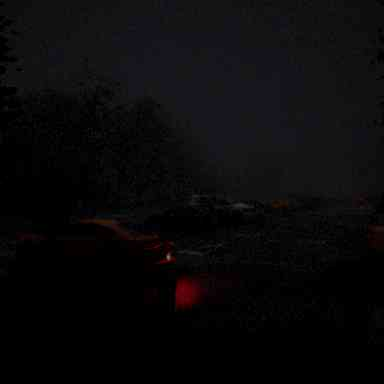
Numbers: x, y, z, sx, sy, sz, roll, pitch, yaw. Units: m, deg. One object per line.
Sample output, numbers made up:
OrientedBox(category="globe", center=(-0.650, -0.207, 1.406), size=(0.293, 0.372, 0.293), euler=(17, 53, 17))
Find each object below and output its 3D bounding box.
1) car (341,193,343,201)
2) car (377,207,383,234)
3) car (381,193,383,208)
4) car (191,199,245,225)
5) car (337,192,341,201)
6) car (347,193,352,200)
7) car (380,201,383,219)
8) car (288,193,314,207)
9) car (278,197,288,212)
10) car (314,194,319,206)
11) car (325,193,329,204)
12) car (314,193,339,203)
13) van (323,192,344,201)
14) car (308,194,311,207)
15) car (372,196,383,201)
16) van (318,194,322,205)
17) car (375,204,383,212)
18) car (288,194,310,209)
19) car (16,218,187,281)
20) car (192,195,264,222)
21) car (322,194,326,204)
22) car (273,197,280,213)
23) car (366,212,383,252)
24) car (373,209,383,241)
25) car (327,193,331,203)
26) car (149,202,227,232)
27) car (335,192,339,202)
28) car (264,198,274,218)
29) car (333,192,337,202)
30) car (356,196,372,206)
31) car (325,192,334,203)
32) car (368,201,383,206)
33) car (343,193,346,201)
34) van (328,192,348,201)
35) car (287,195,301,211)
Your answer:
OrientedBox(category="car", center=(29.287, 1.197, 71.452), size=(4.553, 1.767, 2.185), euler=(1, 1, 31))
OrientedBox(category="car", center=(13.520, 1.764, 19.438), size=(4.674, 1.452, 2.002), euler=(1, 1, 31))
OrientedBox(category="car", center=(30.525, 1.274, 47.986), size=(5.566, 2.045, 2.435), euler=(1, 1, 31))
OrientedBox(category="car", center=(0.879, 1.571, 23.759), size=(5.008, 1.535, 2.097), euler=(1, 1, 31))
OrientedBox(category="car", center=(26.309, 1.324, 66.763), size=(5.366, 1.575, 1.946), euler=(1, 1, 31))
OrientedBox(category="car", center=(35.028, 1.059, 80.957), size=(5.566, 2.045, 2.435), euler=(1, 1, 31))
OrientedBox(category="car", center=(19.174, 1.643, 28.965), size=(4.792, 1.488, 2.163), euler=(1, 1, 31))
OrientedBox(category="car", center=(13.699, 1.237, 45.194), size=(4.553, 1.767, 2.185), euler=(1, 1, 31))
OrientedBox(category="car", center=(6.404, 1.456, 33.393), size=(5.366, 1.575, 1.946), euler=(1, 1, 31))
OrientedBox(category="car", center=(15.116, 1.386, 47.578), size=(4.792, 1.488, 2.163), euler=(1, 1, 31))
OrientedBox(category="car", center=(19.332, 1.375, 54.762), size=(4.792, 1.488, 2.163), euler=(1, 1, 31))
OrientedBox(category="car", center=(27.865, 1.200, 69.067), size=(4.553, 1.767, 2.185), euler=(1, 1, 31))
OrientedBox(category="van", center=(33.481, 1.085, 78.648), size=(4.442, 1.987, 1.878), euler=(1, 1, 31))
OrientedBox(category="car", center=(12.242, 1.373, 42.828), size=(4.892, 1.521, 2.231), euler=(1, 1, 31))
OrientedBox(category="car", center=(17.806, 1.391, 26.553), size=(5.566, 2.045, 2.435), euler=(1, 1, 31))
OrientedBox(category="van", center=(16.616, 1.129, 49.916), size=(4.442, 1.987, 1.878), euler=(1, 1, 31))
OrientedBox(category="car", center=(10.776, 1.652, 14.767), size=(4.553, 1.767, 2.185), euler=(1, 1, 31))
OrientedBox(category="car", center=(10.988, 1.387, 40.353), size=(5.366, 1.575, 1.946), euler=(1, 1, 31))
OrientedBox(category="car", center=(-2.939, 1.556, 9.977), size=(5.008, 1.535, 1.882), euler=(1, -4, 22))
OrientedBox(category="car", center=(2.323, 1.293, 26.127), size=(5.566, 2.045, 2.435), euler=(1, 1, 31))
OrientedBox(category="car", center=(17.910, 1.379, 52.377), size=(4.792, 1.488, 2.163), euler=(1, 1, 31))
OrientedBox(category="car", center=(5.147, 1.490, 30.911), size=(4.892, 1.521, 2.231), euler=(1, 1, 31))
OrientedBox(category="car", center=(9.324, 1.804, 12.408), size=(5.008, 1.535, 2.097), euler=(1, 1, 31))
OrientedBox(category="car", center=(12.078, 1.780, 17.072), size=(4.792, 1.488, 2.163), euler=(1, 1, 31))
OrientedBox(category="car", center=(20.755, 1.372, 57.146), size=(4.792, 1.488, 2.163), euler=(1, 1, 31))
OrientedBox(category="car", center=(-0.573, 1.628, 21.393), size=(4.792, 1.488, 2.163), euler=(1, 1, 31))
OrientedBox(category="car", center=(25.041, 1.334, 64.287), size=(4.892, 1.521, 2.231), euler=(1, 1, 31))
OrientedBox(category="car", center=(3.878, 1.516, 28.435), size=(5.366, 1.575, 1.946), euler=(1, 1, 31))
OrientedBox(category="car", center=(23.629, 1.337, 61.896), size=(4.892, 1.521, 2.231), euler=(1, 1, 31))
OrientedBox(category="car", center=(28.542, 1.465, 54.252), size=(2.128, 1.511, 4.902), euler=(1, 1, 31))
OrientedBox(category="car", center=(22.043, 1.334, 59.610), size=(5.366, 1.575, 1.946), euler=(1, 1, 31))
OrientedBox(category="car", center=(14.783, 1.691, 21.910), size=(5.366, 1.575, 1.946), euler=(1, 1, 31))
OrientedBox(category="car", center=(30.730, 1.319, 73.824), size=(5.008, 1.535, 2.097), euler=(1, 1, 31))
OrientedBox(category="van", center=(37.738, 1.149, 85.787), size=(4.442, 1.987, 1.878), euler=(1, 0, 31))
OrientedBox(category="car", center=(9.311, 1.402, 38.264), size=(5.366, 1.575, 1.946), euler=(1, 1, 31))
